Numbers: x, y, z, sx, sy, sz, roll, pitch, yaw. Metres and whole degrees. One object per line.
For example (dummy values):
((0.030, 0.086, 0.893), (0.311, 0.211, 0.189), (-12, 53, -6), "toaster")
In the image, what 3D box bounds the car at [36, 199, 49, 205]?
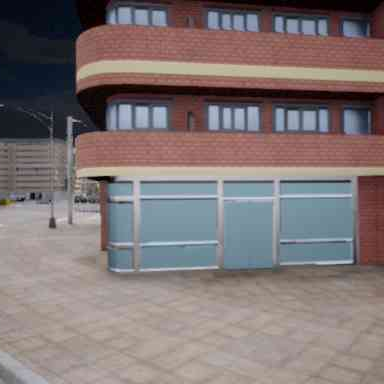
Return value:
((-34.275, 2.257, 76.219), (1.994, 1.385, 4.181), (0, 0, -8), "car")

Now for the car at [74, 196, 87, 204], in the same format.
((-28.276, 1.918, 83.988), (2.150, 2.045, 5.566), (0, 0, -8), "car")

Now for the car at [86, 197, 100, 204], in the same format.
((-24.857, 2.197, 84.837), (2.128, 1.511, 4.902), (0, 0, -8), "car")
